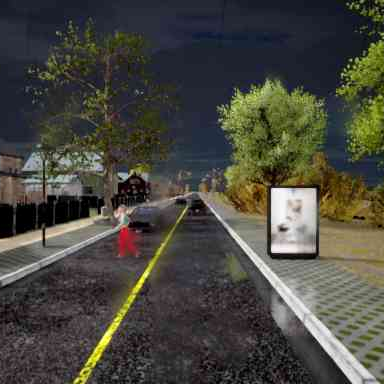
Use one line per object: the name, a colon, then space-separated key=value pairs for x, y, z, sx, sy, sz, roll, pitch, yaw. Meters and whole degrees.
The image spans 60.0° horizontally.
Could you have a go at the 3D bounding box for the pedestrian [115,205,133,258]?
pedestrian: x=-2.289 y=1.294 z=11.173 sx=0.375 sy=1.860 sz=0.375 roll=0 pitch=0 yaw=-5

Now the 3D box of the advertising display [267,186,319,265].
advertising display: x=3.146 y=1.025 z=10.399 sx=1.540 sy=2.440 sz=0.280 roll=0 pitch=0 yaw=1

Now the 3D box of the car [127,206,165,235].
car: x=-2.604 y=1.546 z=19.270 sx=2.033 sy=1.411 sz=5.357 roll=0 pitch=0 yaw=1

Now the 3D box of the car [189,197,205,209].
car: x=0.667 y=1.493 z=45.268 sx=2.128 sy=1.511 sz=4.902 roll=0 pitch=0 yaw=1

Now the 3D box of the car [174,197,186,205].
car: x=-2.061 y=1.568 z=59.440 sx=1.994 sy=1.385 sz=4.181 roll=0 pitch=0 yaw=1

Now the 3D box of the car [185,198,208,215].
car: x=0.532 y=1.506 z=34.241 sx=1.837 sy=1.490 sz=4.892 roll=0 pitch=0 yaw=1
